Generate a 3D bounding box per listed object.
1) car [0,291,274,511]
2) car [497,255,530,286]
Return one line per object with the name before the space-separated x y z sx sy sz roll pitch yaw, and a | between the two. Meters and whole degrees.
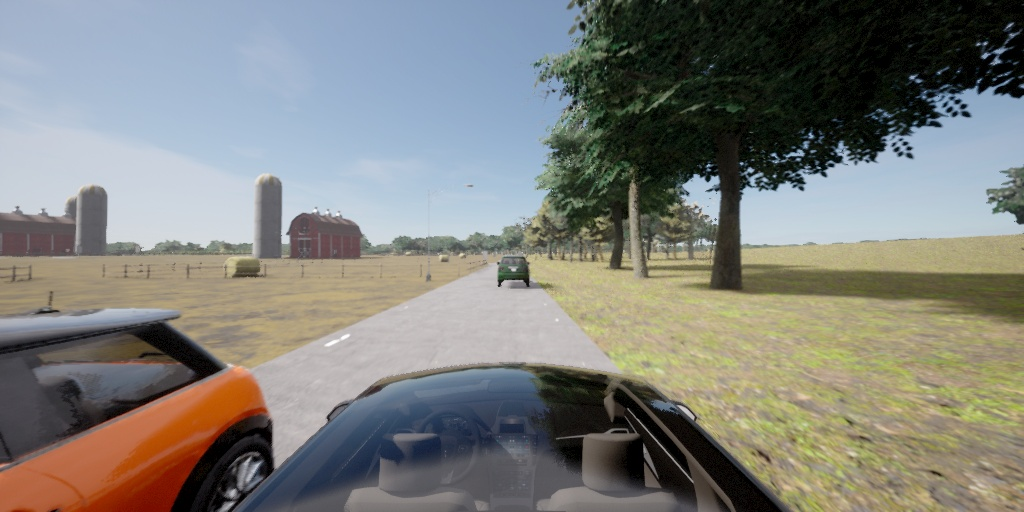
car | -2.849 1.102 0.792 2.097 1.767 4.553 0 0 0
car | 0.105 0.979 25.305 2.150 2.045 5.566 0 0 0
